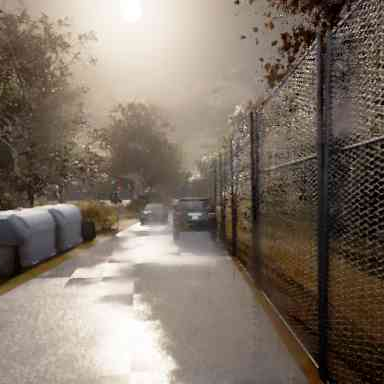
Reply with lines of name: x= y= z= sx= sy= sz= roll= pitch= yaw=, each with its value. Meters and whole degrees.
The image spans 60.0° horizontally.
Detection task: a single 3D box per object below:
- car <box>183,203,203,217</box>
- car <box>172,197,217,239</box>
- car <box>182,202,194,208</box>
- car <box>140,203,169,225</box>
car: x=0.099 y=1.895 z=36.117 sx=1.994 sy=1.385 sz=4.181 roll=0 pitch=-1 yaw=1
car: x=0.120 y=1.300 z=18.114 sx=2.150 sy=2.045 sz=5.566 roll=0 pitch=0 yaw=-1
car: x=-0.747 y=2.661 z=68.022 sx=1.895 sy=1.301 sz=4.718 roll=0 pitch=-2 yaw=7
car: x=-2.883 y=1.676 z=25.935 sx=1.837 sy=1.490 sz=4.892 roll=0 pitch=-1 yaw=0
